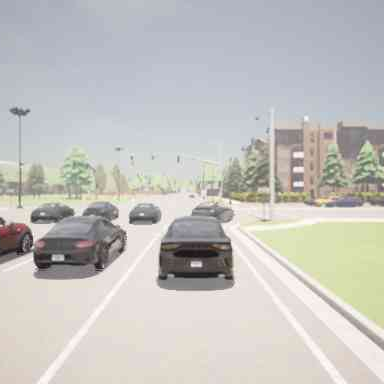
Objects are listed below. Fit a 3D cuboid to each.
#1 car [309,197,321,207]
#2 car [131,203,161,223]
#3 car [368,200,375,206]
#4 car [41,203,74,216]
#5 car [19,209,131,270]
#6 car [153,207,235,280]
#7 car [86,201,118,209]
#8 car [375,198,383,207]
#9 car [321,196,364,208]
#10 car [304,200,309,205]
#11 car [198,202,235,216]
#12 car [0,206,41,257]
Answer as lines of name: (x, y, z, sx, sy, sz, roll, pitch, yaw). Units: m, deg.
car: (19.699, 1.344, 46.912, 5.008, 1.535, 1.882, 0, 0, 0)
car: (-3.400, 1.494, 24.650, 1.994, 1.385, 4.181, 0, 0, 0)
car: (29.510, 1.458, 50.444, 4.718, 1.301, 1.895, 0, 0, 0)
car: (-10.401, 1.493, 25.147, 1.994, 1.385, 4.181, 0, 0, 0)
car: (-3.399, 1.494, 10.745, 1.812, 1.442, 4.674, 0, 0, 0)
car: (0.099, 1.449, 9.935, 1.882, 1.535, 5.008, 0, 0, 0)
car: (-6.899, 1.452, 25.546, 1.812, 1.442, 4.674, 0, 0, 0)
car: (29.038, 1.468, 46.972, 4.718, 1.301, 1.895, 0, 0, 0)
car: (19.871, 1.403, 43.409, 4.674, 1.442, 1.812, 0, 0, 0)
car: (19.926, 1.404, 50.409, 5.357, 1.411, 2.033, 0, 0, 0)
car: (1.609, 1.425, 23.706, 2.128, 1.511, 4.902, 0, 0, 23)
car: (-6.900, 1.321, 10.399, 2.097, 1.767, 4.553, 0, 0, 0)
